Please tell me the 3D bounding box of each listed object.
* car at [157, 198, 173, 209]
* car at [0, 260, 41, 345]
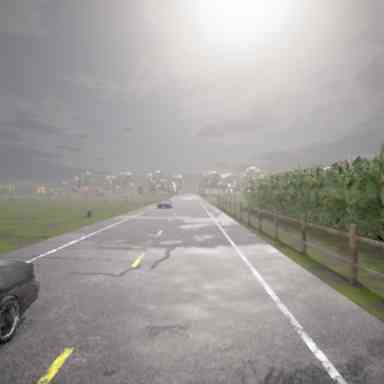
[{"bbox_3d":[-3.576,1.462,44.384,2.033,1.411,5.357,0,0,0],"label":"car"},{"bbox_3d":[-3.599,1.541,3.598,2.033,1.411,5.357,0,0,0],"label":"car"}]
